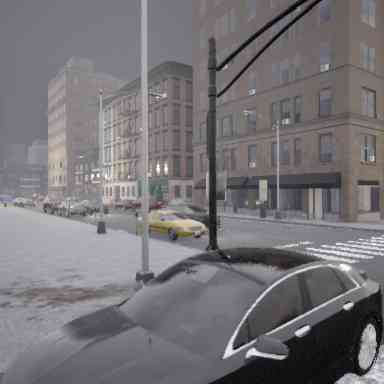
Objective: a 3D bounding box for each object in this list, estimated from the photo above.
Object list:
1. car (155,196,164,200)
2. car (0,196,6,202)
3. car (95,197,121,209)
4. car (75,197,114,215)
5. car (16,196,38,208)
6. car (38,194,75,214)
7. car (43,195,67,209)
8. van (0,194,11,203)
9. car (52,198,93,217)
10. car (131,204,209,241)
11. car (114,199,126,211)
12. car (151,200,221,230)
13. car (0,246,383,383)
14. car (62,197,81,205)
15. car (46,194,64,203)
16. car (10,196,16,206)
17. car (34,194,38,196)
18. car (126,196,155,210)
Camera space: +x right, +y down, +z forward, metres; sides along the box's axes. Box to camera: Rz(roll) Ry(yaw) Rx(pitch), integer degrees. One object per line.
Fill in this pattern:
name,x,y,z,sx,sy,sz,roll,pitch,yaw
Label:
car,-1.390,1.416,31.155,1.967,1.590,4.097,0,0,-36
car,-44.402,1.557,76.908,2.008,1.369,4.403,0,0,-36
car,-11.447,1.498,45.054,1.752,1.417,4.829,0,0,-36
car,-9.940,1.507,33.624,1.837,1.490,4.892,0,0,-36
car,-24.487,1.592,49.387,1.802,1.307,4.206,0,0,-36
car,-14.531,1.328,35.625,2.192,1.841,5.009,0,0,-36
car,-19.216,1.360,46.598,2.097,1.767,4.553,0,0,-36
van,-37.765,1.348,67.734,1.690,1.788,3.998,0,0,-36
car,-11.211,1.565,31.039,2.008,1.369,4.403,0,0,-36
car,-1.154,1.543,17.140,1.752,1.417,4.829,0,0,-36
car,-8.028,1.539,40.330,1.947,1.339,4.313,0,0,-36
car,-0.285,1.482,20.275,1.882,1.535,5.008,0,0,-36
car,0.522,1.504,3.847,4.892,1.490,1.837,0,1,-41
car,-21.305,1.520,58.678,2.008,1.369,4.403,0,0,-36
car,-27.944,1.283,67.850,2.192,1.841,5.009,0,0,-36
car,-27.707,1.534,53.836,1.752,1.417,4.829,0,0,-36
car,-34.581,1.533,77.026,1.947,1.339,4.313,0,0,-36
car,-4.710,1.289,35.742,2.192,1.841,5.009,0,0,-36
